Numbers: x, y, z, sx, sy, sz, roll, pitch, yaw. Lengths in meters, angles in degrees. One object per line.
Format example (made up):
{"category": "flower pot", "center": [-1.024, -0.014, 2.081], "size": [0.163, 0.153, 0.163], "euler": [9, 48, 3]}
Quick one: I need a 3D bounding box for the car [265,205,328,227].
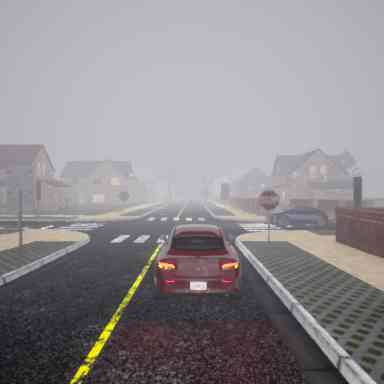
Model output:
{"category": "car", "center": [7.221, 1.621, 23.133], "size": [4.181, 1.385, 1.994], "euler": [0, 0, -4]}

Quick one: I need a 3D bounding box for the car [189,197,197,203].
{"category": "car", "center": [0.182, 1.807, 75.308], "size": [2.033, 1.411, 5.357], "euler": [0, 0, 0]}

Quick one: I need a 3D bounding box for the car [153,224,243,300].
{"category": "car", "center": [0.124, 1.526, 8.294], "size": [1.812, 1.442, 4.674], "euler": [0, 0, 0]}
